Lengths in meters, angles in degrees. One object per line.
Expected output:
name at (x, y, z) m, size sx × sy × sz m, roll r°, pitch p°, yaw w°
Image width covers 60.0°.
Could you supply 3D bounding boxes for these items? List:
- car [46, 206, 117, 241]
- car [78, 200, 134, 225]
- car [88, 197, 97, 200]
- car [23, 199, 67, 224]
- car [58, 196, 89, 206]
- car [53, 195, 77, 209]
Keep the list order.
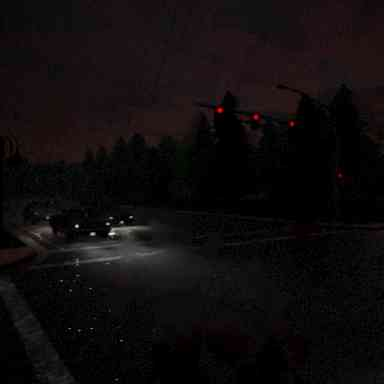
car at (-5.743, 1.587, 16.879) m, size 1.895 × 1.301 × 4.718 m, roll 0°, pitch 0°, yaw -35°
car at (-5.967, 1.530, 23.268) m, size 2.033 × 1.411 × 5.357 m, roll 0°, pitch 0°, yaw -35°
car at (-15.133, 1.467, 48.734) m, size 1.837 × 1.490 × 4.892 m, roll 0°, pitch 0°, yaw -36°
car at (-11.109, 1.470, 24.499) m, size 2.128 × 1.511 × 4.902 m, roll 0°, pitch 0°, yaw -35°
car at (-11.610, 1.452, 31.322) m, size 1.882 × 1.535 × 5.008 m, roll 0°, pitch 0°, yaw -35°
car at (-17.689, 1.314, 46.281) m, size 2.097 × 1.767 × 4.553 m, roll 0°, pitch 0°, yaw -35°
